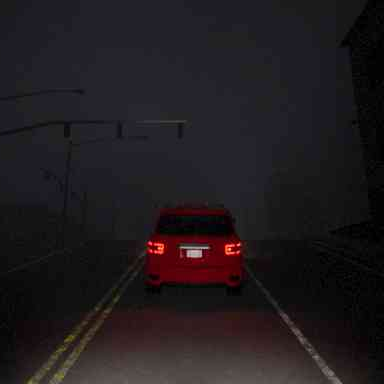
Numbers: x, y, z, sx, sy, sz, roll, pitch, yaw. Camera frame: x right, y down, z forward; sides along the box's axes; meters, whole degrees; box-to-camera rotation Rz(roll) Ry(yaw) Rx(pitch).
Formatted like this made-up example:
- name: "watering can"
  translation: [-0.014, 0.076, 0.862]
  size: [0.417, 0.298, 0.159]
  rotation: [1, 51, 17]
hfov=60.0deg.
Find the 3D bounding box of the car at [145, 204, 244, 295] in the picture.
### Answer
- name: "car"
  translation: [0.077, 1.347, 9.242]
  size: [2.150, 2.045, 5.566]
  rotation: [1, -1, 1]
